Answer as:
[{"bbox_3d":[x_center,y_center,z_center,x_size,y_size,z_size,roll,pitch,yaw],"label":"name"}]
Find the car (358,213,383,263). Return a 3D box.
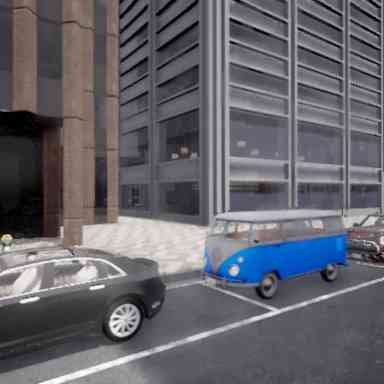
[{"bbox_3d":[6.707,1.448,11.425,4.097,1.590,1.967,0,0,-35],"label":"car"}]

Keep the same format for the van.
[{"bbox_3d":[2.116,1.345,8.156,3.998,1.788,1.690,0,0,-35],"label":"van"}]

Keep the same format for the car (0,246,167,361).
[{"bbox_3d":[-2.475,1.552,4.886,4.403,1.369,2.008,0,0,-35],"label":"car"}]
